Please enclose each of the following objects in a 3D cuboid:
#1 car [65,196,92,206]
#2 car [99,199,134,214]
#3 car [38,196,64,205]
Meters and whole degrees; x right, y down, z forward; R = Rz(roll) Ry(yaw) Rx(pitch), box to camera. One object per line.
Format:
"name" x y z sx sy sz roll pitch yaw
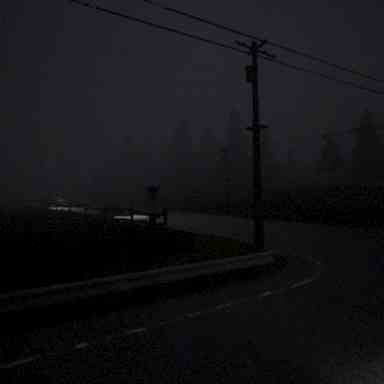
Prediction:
"car" -15.830 1.321 47.333 2.128 1.511 4.902 -2 1 -39
"car" -7.099 1.425 30.959 1.812 1.442 4.674 -2 1 -38
"car" -21.011 1.439 48.439 2.128 1.511 4.902 -2 1 -40
